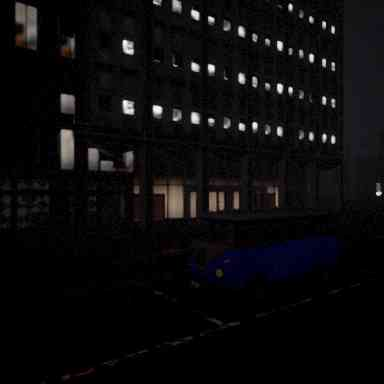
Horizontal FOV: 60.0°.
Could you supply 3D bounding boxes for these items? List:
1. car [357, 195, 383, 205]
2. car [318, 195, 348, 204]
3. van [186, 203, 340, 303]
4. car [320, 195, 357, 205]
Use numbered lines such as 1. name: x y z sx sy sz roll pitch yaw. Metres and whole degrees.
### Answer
1. car: 25.742 1.104 49.200 1.752 1.417 4.829 0 0 -35
2. car: 22.693 1.137 53.617 1.802 1.307 4.206 0 0 -35
3. van: 1.775 1.301 7.821 3.998 1.788 1.690 0 1 -36
4. car: 18.941 1.143 44.300 2.008 1.369 4.403 0 0 -35
